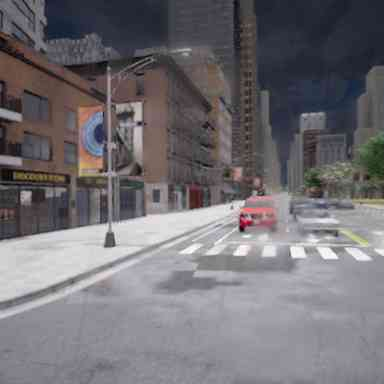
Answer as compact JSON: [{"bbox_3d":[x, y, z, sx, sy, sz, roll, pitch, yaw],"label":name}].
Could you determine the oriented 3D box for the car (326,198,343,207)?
[{"bbox_3d":[24.443,1.823,57.171,2.033,1.411,5.357,-1,-1,15],"label":"car"}]

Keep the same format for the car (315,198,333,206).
[{"bbox_3d":[18.643,1.605,48.357,2.097,1.767,4.553,-1,-1,15],"label":"car"}]

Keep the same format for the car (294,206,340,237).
[{"bbox_3d":[7.079,1.701,18.867,1.895,1.301,4.718,-1,-1,15],"label":"car"}]

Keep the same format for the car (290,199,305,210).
[{"bbox_3d":[15.068,1.764,47.702,1.882,1.535,5.008,-1,-1,16],"label":"car"}]

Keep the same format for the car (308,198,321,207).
[{"bbox_3d":[21.310,1.843,58.034,1.812,1.442,4.674,-1,-1,15],"label":"car"}]

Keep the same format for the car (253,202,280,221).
[{"bbox_3d":[6.984,1.706,30.853,2.128,1.511,4.902,-1,-1,15],"label":"car"}]

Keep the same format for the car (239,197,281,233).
[{"bbox_3d":[4.389,1.375,21.432,2.150,2.045,5.566,-1,-1,16],"label":"car"}]

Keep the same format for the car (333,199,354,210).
[{"bbox_3d":[21.787,1.775,47.522,1.994,1.385,4.181,-1,-1,15],"label":"car"}]

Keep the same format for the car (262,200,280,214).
[{"bbox_3d":[9.708,1.782,40.696,1.837,1.490,4.892,-1,-1,16],"label":"car"}]

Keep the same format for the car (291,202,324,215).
[{"bbox_3d":[9.490,1.758,27.706,1.895,1.301,4.718,-1,-1,16],"label":"car"}]

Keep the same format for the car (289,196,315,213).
[{"bbox_3d":[12.225,1.442,37.620,2.150,2.045,5.566,-1,-1,15],"label":"car"}]
